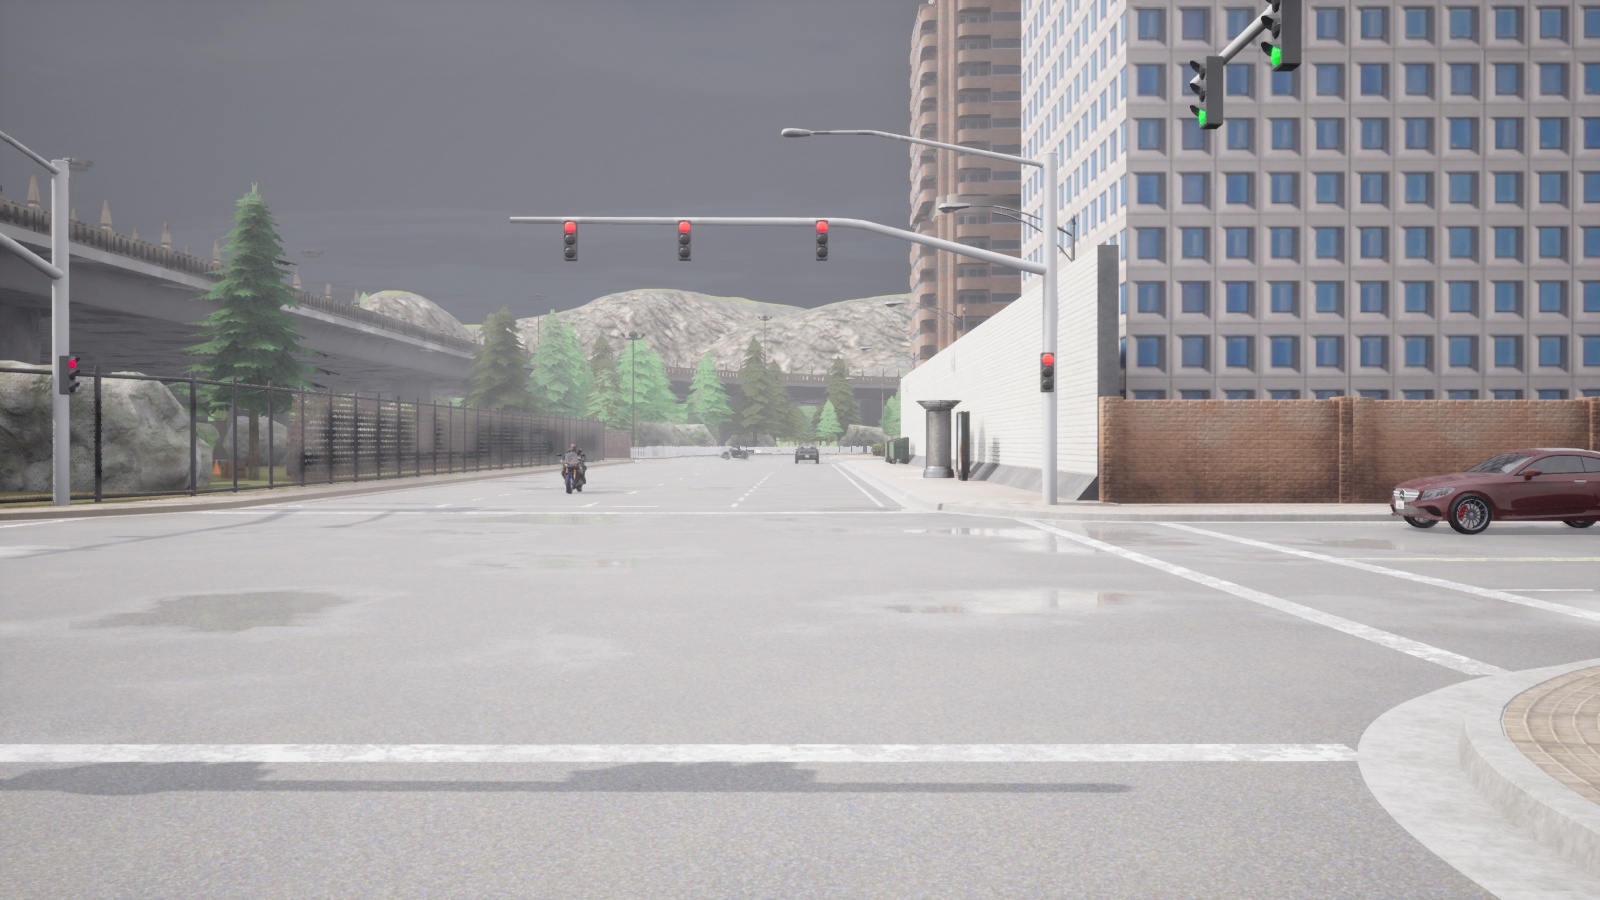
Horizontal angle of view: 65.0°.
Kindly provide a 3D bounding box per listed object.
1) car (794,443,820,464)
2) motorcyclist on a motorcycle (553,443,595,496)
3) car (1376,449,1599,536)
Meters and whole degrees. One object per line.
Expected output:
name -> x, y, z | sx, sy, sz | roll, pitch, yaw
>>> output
car -> 0.512, 0.246, 91.154 | 1.816, 1.474, 4.193 | 0, 0, 0
motorcyclist on a motorcycle -> -6.779, 0.563, 37.779 | 0.866, 1.530, 2.191 | 0, 0, 0
car -> 12.785, 0.714, 21.879 | 4.674, 1.442, 1.812 | 0, 0, 0
